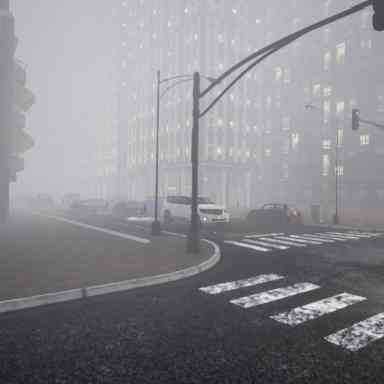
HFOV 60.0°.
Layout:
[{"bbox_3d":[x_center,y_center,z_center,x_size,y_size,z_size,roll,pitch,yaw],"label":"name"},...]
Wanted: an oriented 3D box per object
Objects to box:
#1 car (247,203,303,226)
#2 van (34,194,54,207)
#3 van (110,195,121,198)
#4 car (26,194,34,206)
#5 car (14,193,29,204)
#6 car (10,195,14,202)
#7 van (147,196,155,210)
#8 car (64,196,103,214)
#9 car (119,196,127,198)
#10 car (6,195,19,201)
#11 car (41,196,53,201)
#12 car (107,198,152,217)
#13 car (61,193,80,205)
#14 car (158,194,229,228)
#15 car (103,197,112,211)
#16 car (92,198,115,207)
[{"bbox_3d":[5.831,1.505,23.966,1.967,1.590,4.097,1,-1,-35],"label":"car"},{"bbox_3d":[-20.599,1.197,46.776,1.690,1.788,3.998,1,-1,-35],"label":"van"},{"bbox_3d":[-10.496,1.368,47.012,1.690,1.788,3.998,1,-1,-35],"label":"van"},{"bbox_3d":[-23.868,1.432,51.383,1.802,1.307,4.206,1,-1,-35],"label":"car"},{"bbox_3d":[-30.396,1.155,60.603,2.192,1.841,5.009,1,-1,-35],"label":"car"},{"bbox_3d":[-36.931,1.397,69.818,1.947,1.339,4.313,1,-1,-35],"label":"car"},{"bbox_3d":[-3.965,1.382,37.794,1.690,1.788,3.998,1,-1,-35],"label":"van"},{"bbox_3d":[-10.805,1.427,32.948,2.008,1.369,4.403,1,-1,-35],"label":"car"},{"bbox_3d":[-7.234,1.584,42.401,2.008,1.369,4.403,1,-1,-35],"label":"car"},{"bbox_3d":[-40.196,1.378,74.427,2.008,1.369,4.403,1,-1,-35],"label":"car"},{"bbox_3d":[-36.627,1.570,83.879,1.802,1.307,4.206,1,-1,-35],"label":"car"},{"bbox_3d":[-5.731,1.498,30.275,1.994,1.385,4.181,1,-1,-35],"label":"car"},{"bbox_3d":[-20.404,1.181,56.345,2.150,2.045,5.566,1,-1,-35],"label":"car"},{"bbox_3d":[0.049,1.170,22.118,2.150,2.045,5.566,1,-1,-35],"label":"car"},{"bbox_3d":[-11.606,1.468,38.571,2.033,1.411,5.357,1,-1,-35],"label":"car"},{"bbox_3d":[-13.766,1.586,51.618,1.947,1.339,4.313,1,-1,-35],"label":"car"}]
